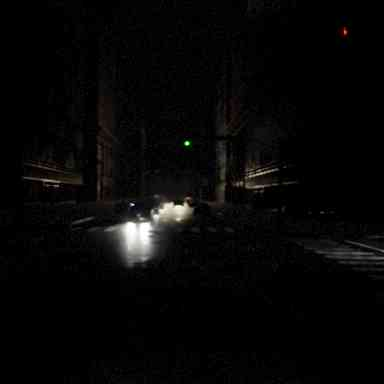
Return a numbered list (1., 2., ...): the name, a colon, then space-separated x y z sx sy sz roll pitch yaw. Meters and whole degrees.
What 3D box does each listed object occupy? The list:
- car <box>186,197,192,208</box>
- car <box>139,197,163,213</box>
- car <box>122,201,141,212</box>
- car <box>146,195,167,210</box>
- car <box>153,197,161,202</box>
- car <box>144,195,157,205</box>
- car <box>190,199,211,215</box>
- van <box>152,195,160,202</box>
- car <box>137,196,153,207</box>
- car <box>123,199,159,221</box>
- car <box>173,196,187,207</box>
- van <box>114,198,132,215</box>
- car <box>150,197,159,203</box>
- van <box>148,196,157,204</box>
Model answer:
1. car: 0.411 1.945 53.956 1.802 1.307 4.206 1 0 -2
2. car: -4.745 1.701 38.728 1.882 1.535 5.008 1 0 -2
3. car: -7.658 1.801 42.327 1.802 1.307 4.206 1 0 -2
4. car: -5.110 1.632 48.467 2.097 1.767 4.553 1 0 -2
5. car: -9.677 2.034 93.125 1.947 1.339 4.313 1 0 -2
6. car: -8.776 1.681 70.550 2.192 1.841 5.009 1 0 -2
7. car: 1.085 1.832 37.022 1.947 1.339 4.313 1 0 -2
8. van: -9.448 1.784 87.482 1.690 1.788 3.998 1 0 -2
9. car: -8.327 1.627 59.262 2.192 1.841 5.009 1 0 -2
10. car: -4.371 1.656 29.296 2.128 1.511 4.902 1 0 -2
11. car: -2.344 1.867 58.574 1.837 1.490 4.892 1 -1 -2
12. van: -7.430 1.526 36.684 1.690 1.788 3.998 1 0 -2
13. car: -9.227 1.962 81.837 1.887 1.381 4.507 1 0 -2
14. van: -9.000 1.733 76.194 1.690 1.788 3.998 1 0 -2
